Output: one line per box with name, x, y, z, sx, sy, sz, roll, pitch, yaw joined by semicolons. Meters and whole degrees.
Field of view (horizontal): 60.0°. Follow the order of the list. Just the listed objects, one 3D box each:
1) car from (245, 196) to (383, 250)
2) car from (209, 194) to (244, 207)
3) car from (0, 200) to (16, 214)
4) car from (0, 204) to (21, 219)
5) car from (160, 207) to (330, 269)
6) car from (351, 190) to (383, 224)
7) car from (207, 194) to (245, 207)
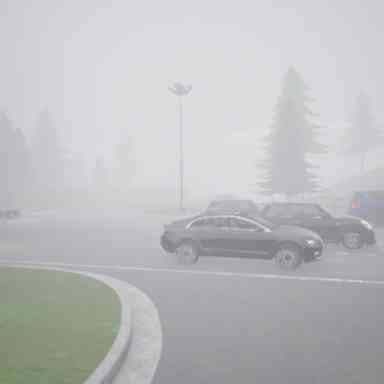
car;4.581;1.166;13.060;4.553;1.767;2.097;0;1;16
car;4.546;1.011;43.486;4.892;1.490;1.837;-1;2;-43
car;-20.371;1.505;32.983;4.718;1.301;1.895;-1;1;0
car;-16.207;1.473;26.097;5.357;1.411;2.033;-1;1;16
car;1.430;1.372;10.304;4.902;1.511;2.128;-1;1;16
car;11.552;0.899;18.386;5.566;2.045;2.150;0;1;16
car;2.709;1.146;17.211;4.553;1.767;2.097;0;1;16
